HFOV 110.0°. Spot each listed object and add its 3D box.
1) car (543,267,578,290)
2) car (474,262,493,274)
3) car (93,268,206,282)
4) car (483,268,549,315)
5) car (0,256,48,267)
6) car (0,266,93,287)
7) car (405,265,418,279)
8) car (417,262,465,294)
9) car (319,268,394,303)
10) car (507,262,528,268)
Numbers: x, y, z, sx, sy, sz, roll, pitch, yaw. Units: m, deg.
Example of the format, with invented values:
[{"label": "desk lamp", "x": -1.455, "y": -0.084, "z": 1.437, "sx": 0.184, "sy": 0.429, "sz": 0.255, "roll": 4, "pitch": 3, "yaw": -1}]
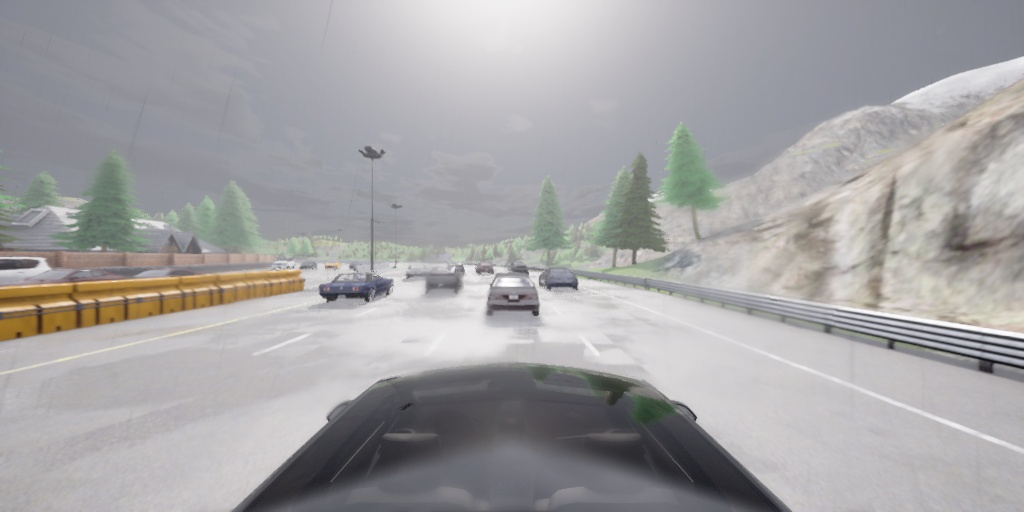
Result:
[{"label": "car", "x": 2.941, "y": 1.407, "z": 23.429, "sx": 1.994, "sy": 1.385, "sz": 4.181, "roll": 0, "pitch": 0, "yaw": -4}, {"label": "car", "x": -3.404, "y": 1.455, "z": 43.659, "sx": 1.812, "sy": 1.442, "sz": 4.674, "roll": 0, "pitch": 0, "yaw": -12}, {"label": "car", "x": -17.970, "y": 1.347, "z": 18.499, "sx": 1.812, "sy": 1.442, "sz": 4.674, "roll": 0, "pitch": 0, "yaw": -3}, {"label": "car", "x": -0.020, "y": 1.349, "z": 13.752, "sx": 2.033, "sy": 1.411, "sz": 5.357, "roll": 0, "pitch": 0, "yaw": -2}, {"label": "car", "x": -24.830, "y": 1.034, "z": 16.316, "sx": 2.150, "sy": 2.045, "sz": 5.566, "roll": 0, "pitch": 0, "yaw": -3}, {"label": "car", "x": -21.403, "y": 1.342, "z": 17.266, "sx": 1.812, "sy": 1.442, "sz": 4.674, "roll": 0, "pitch": 0, "yaw": -3}, {"label": "car", "x": -8.779, "y": 1.488, "z": 33.851, "sx": 1.895, "sy": 1.301, "sz": 4.718, "roll": 0, "pitch": 0, "yaw": -8}, {"label": "car", "x": -3.893, "y": 1.326, "z": 21.144, "sx": 2.128, "sy": 1.511, "sz": 4.902, "roll": 0, "pitch": 0, "yaw": -4}, {"label": "car", "x": -7.157, "y": 1.417, "z": 17.109, "sx": 1.895, "sy": 1.301, "sz": 4.718, "roll": 0, "pitch": 0, "yaw": -2}, {"label": "car", "x": 0.588, "y": 1.426, "z": 41.443, "sx": 1.837, "sy": 1.490, "sz": 4.892, "roll": 1, "pitch": 0, "yaw": -10}]
